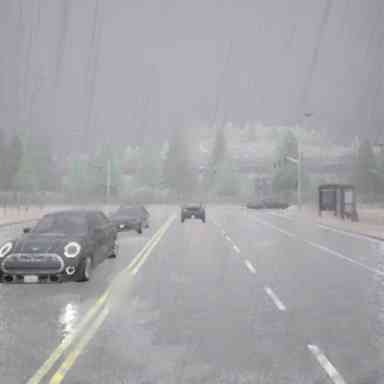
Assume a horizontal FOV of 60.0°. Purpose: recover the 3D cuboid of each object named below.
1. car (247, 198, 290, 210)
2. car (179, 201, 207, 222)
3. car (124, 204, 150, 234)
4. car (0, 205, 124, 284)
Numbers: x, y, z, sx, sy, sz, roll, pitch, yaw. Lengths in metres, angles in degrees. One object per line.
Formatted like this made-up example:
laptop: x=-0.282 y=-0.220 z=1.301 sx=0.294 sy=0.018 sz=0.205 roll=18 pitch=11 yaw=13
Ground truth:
car: x=9.512 y=1.507 z=41.475 sx=5.357 sy=1.411 sz=2.033 roll=-1 pitch=0 yaw=-19
car: x=0.095 y=1.505 z=25.899 sx=1.837 sy=1.490 sz=4.892 roll=0 pitch=0 yaw=0
car: x=-3.584 y=1.505 z=19.462 sx=1.837 sy=1.490 sz=4.892 roll=0 pitch=0 yaw=0
car: x=-3.597 y=1.352 z=9.680 sx=2.097 sy=1.767 sz=4.553 roll=0 pitch=0 yaw=0
